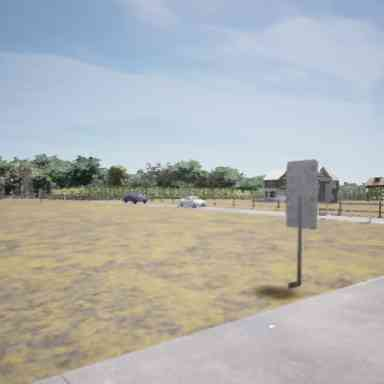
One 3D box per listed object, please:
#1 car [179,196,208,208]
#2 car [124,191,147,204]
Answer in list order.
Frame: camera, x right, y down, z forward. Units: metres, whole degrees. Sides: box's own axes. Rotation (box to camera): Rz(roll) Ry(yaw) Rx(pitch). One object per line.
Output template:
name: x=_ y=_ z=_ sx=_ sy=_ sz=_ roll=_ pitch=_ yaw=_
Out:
car: x=0.095 y=1.308 z=42.653 sx=1.812 sy=1.442 sz=4.674 roll=2 pitch=-1 yaw=-36
car: x=-9.659 y=0.911 z=56.361 sx=2.150 sy=2.045 sz=5.566 roll=2 pitch=-1 yaw=-36
